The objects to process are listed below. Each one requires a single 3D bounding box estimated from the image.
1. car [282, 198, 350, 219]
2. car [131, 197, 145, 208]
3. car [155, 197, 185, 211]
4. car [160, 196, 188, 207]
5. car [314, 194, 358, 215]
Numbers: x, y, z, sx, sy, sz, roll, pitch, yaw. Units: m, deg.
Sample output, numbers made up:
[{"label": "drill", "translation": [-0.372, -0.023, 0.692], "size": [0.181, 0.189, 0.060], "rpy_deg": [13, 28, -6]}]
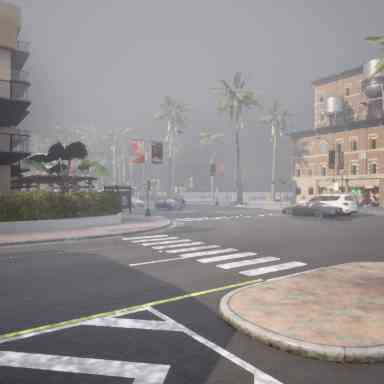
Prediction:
[{"label": "car", "translation": [10.390, 1.547, 28.867], "size": [2.033, 1.411, 5.357], "rpy_deg": [0, 0, -35]}, {"label": "car", "translation": [-8.815, 1.526, 49.846], "size": [1.812, 1.442, 4.674], "rpy_deg": [0, 0, -35]}, {"label": "car", "translation": [-3.007, 1.526, 41.544], "size": [1.812, 1.442, 4.674], "rpy_deg": [0, 0, -35]}, {"label": "car", "translation": [-2.983, 1.491, 54.041], "size": [2.128, 1.511, 4.902], "rpy_deg": [0, 0, -35]}, {"label": "car", "translation": [12.748, 1.221, 31.601], "size": [2.150, 2.045, 5.566], "rpy_deg": [0, 0, -35]}]
